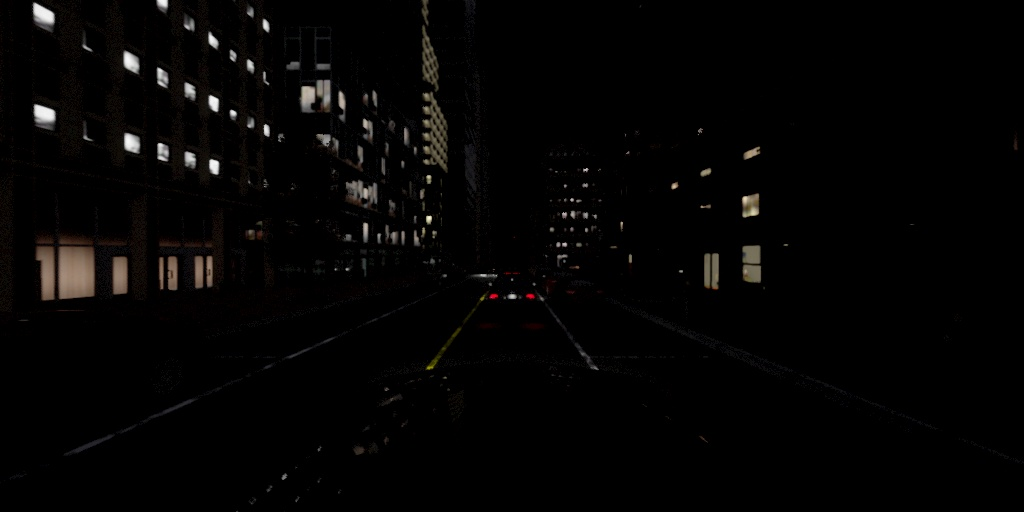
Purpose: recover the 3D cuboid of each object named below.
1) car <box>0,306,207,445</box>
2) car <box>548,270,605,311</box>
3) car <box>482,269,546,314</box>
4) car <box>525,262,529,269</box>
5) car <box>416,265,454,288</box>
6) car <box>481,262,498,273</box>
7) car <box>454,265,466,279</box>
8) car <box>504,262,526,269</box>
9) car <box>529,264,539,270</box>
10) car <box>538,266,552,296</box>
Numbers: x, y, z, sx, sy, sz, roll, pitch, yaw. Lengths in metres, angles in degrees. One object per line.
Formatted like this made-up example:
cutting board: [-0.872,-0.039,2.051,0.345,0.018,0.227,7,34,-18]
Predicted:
car: [-5.691,1.315,3.772,1.888,1.381,4.507,0,0,0]
car: [2.722,1.459,15.002,1.802,1.307,4.207,0,0,0]
car: [0.010,1.418,14.371,2.033,1.411,5.357,0,-1,0]
car: [2.817,1.673,43.392,1.751,1.417,4.829,0,0,0]
car: [-5.796,1.535,26.346,2.007,1.370,4.403,0,0,0]
car: [-3.021,1.705,48.412,1.837,1.490,4.892,0,-1,0]
car: [-5.823,1.638,37.635,1.888,1.381,4.507,0,0,0]
car: [0.018,1.530,30.351,1.837,1.490,4.892,0,0,0]
car: [2.817,1.589,31.934,2.007,1.370,4.403,0,0,0]
car: [2.756,1.475,20.646,1.888,1.381,4.507,0,0,0]
